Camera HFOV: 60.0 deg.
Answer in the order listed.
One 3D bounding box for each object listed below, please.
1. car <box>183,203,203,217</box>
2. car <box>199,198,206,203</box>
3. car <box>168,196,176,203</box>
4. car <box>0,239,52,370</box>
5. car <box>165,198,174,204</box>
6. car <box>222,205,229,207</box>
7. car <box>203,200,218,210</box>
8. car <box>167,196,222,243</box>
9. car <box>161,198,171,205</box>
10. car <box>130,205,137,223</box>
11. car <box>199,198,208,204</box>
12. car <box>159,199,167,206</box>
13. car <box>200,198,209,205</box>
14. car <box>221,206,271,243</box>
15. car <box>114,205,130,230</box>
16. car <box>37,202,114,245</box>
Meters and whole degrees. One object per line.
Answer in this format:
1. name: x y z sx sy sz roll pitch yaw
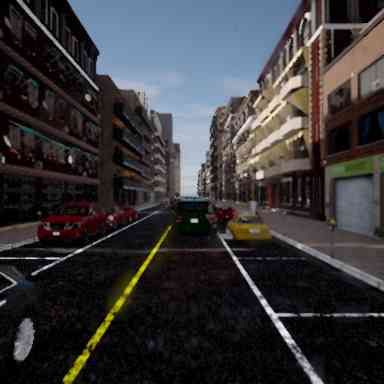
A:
1. car: 0.105 1.873 35.071 1.895 1.301 4.718 0 0 0
2. car: 2.704 2.270 89.726 1.802 1.307 4.206 0 0 0
3. car: -5.674 2.045 95.370 2.192 1.841 5.009 0 0 0
4. car: -3.099 1.529 2.975 1.837 1.490 4.892 0 0 0
5. car: -5.677 2.189 84.096 1.887 1.381 4.507 0 0 0
6. car: 2.695 1.761 27.730 1.887 1.381 4.507 0 0 0
7. car: 2.699 1.940 50.274 2.008 1.369 4.403 0 0 0
8. car: 0.104 1.355 17.040 2.150 2.045 5.566 0 0 0
9. car: -5.679 2.110 72.824 2.008 1.369 4.403 0 0 0
10. car: -5.685 1.760 27.736 1.887 1.381 4.507 0 0 0
11. car: 2.703 2.169 78.454 1.947 1.339 4.313 0 0 0
12. car: -5.679 2.068 67.187 2.008 1.369 4.403 0 0 0
13. car: 2.703 2.087 72.988 1.752 1.417 4.829 0 0 0
14. car: 2.694 1.656 16.628 1.752 1.417 4.829 0 0 0
15. car: -5.686 1.612 22.099 1.967 1.590 4.097 0 0 0
16. car: -5.686 1.443 16.465 2.192 1.841 5.009 0 0 0
